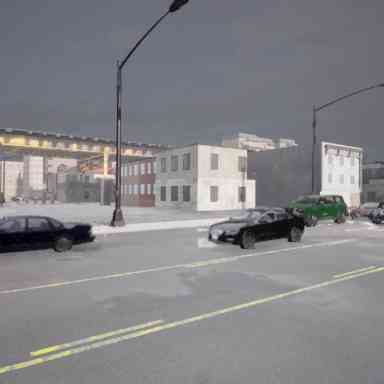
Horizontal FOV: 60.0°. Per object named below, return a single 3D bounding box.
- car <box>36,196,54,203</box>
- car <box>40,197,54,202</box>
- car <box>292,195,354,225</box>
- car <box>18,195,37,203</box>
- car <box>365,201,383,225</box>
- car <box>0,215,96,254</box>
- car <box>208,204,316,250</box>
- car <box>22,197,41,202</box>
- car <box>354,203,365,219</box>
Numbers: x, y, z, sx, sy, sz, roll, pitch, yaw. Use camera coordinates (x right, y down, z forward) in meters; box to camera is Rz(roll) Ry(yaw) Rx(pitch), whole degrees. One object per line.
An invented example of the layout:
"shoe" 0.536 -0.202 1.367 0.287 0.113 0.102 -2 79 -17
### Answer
"car" -35.405 1.951 81.242 2.038 1.542 4.974 1 -1 -5
"car" -35.408 1.794 81.295 1.853 1.218 4.536 1 -1 -5
"car" 8.292 1.207 22.597 5.566 2.045 2.150 0 0 -35
"car" -39.135 1.918 81.206 4.974 1.542 2.038 0 -1 25
"car" 14.024 1.302 22.317 4.553 1.767 2.097 -1 0 -35
"car" -6.396 1.583 12.334 5.357 1.411 2.033 0 0 -35
"car" 2.912 1.510 14.566 4.902 1.511 2.128 0 0 -35
"car" -39.181 1.760 81.229 4.536 1.218 1.853 0 -1 25
"car" 14.796 1.509 27.017 4.674 1.442 1.812 0 0 -35
